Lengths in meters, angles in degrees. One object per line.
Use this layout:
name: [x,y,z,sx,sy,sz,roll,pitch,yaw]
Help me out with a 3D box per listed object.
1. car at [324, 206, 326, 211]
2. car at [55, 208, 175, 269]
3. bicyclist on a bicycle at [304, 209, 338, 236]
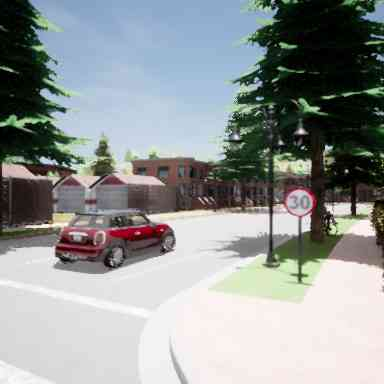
car: [15.055,1.912,40.921,1.994,1.385,4.181,0,-1,35]
car: [-2.417,1.400,11.673,2.097,1.767,4.553,0,0,26]
bicyclist on a bicycle: [6.577,1.429,17.029,1.656,1.620,0.582,0,-1,29]
